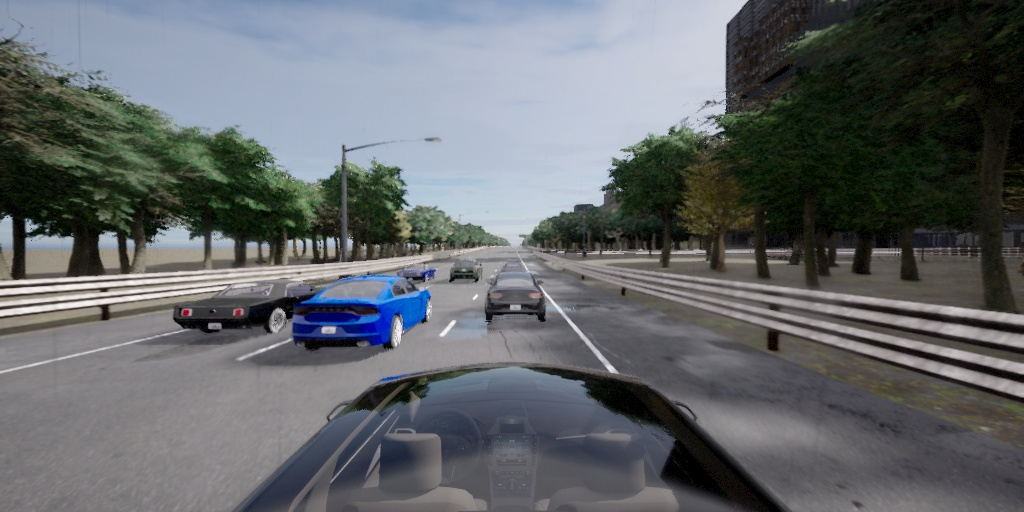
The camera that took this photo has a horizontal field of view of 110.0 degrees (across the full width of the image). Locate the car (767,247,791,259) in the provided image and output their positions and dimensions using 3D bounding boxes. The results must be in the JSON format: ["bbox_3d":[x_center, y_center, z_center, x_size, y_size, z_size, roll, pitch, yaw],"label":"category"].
[{"bbox_3d":[38.260,-0.556,52.122,2.097,1.767,4.553,-1,1,-36],"label":"car"}]

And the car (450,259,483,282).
[{"bbox_3d":[-3.404,0.974,27.528,2.097,1.767,4.553,0,1,0],"label":"car"}]

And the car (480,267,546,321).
[{"bbox_3d":[0.096,1.261,12.255,1.812,1.442,4.674,0,0,0],"label":"car"}]

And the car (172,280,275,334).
[{"bbox_3d":[-6.902,1.339,10.558,1.895,1.301,4.718,0,0,0],"label":"car"}]

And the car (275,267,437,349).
[{"bbox_3d":[-3.402,1.218,9.132,1.882,1.535,5.008,0,0,0],"label":"car"}]

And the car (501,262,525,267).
[{"bbox_3d":[0.097,1.172,28.450,1.994,1.385,4.181,0,1,0],"label":"car"}]

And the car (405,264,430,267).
[{"bbox_3d":[-6.905,1.238,26.545,1.895,1.301,4.718,0,1,0],"label":"car"}]
